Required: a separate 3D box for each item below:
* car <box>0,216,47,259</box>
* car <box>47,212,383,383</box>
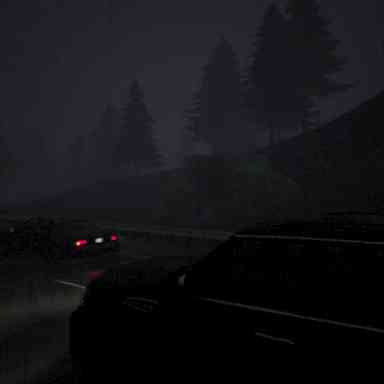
[{"bbox_3d":[-4.930,1.552,11.801,5.357,1.411,2.033,0,0,35],"label":"car"},{"bbox_3d":[1.248,1.221,3.101,5.566,2.045,2.150,0,0,35],"label":"car"}]
